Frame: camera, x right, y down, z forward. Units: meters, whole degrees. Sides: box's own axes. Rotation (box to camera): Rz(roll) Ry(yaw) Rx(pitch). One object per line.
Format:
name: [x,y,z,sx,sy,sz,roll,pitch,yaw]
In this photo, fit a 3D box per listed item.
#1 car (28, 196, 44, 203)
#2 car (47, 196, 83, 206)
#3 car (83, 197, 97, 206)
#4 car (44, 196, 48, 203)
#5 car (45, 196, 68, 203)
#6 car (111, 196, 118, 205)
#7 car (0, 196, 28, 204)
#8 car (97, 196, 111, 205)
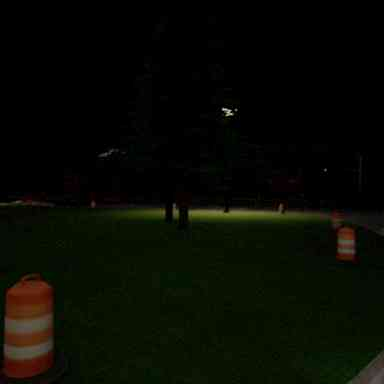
car: [-32.541,1.432,66.071,5.008,1.535,1.882,0,0,26]
car: [-21.672,1.649,56.793,4.902,1.511,2.128,0,0,27]
car: [-20.134,1.694,59.937,4.892,1.490,1.837,1,0,27]
car: [-30.987,1.538,69.206,4.181,1.385,1.994,0,0,26]
car: [-29.460,1.611,72.355,4.718,1.301,1.895,0,0,26]
car: [-16.938,1.600,66.167,4.553,1.767,2.097,0,0,27]
car: [-34.095,1.448,62.935,4.902,1.511,2.128,0,0,26]
car: [-18.563,1.711,63.065,4.902,1.511,2.128,0,0,27]
